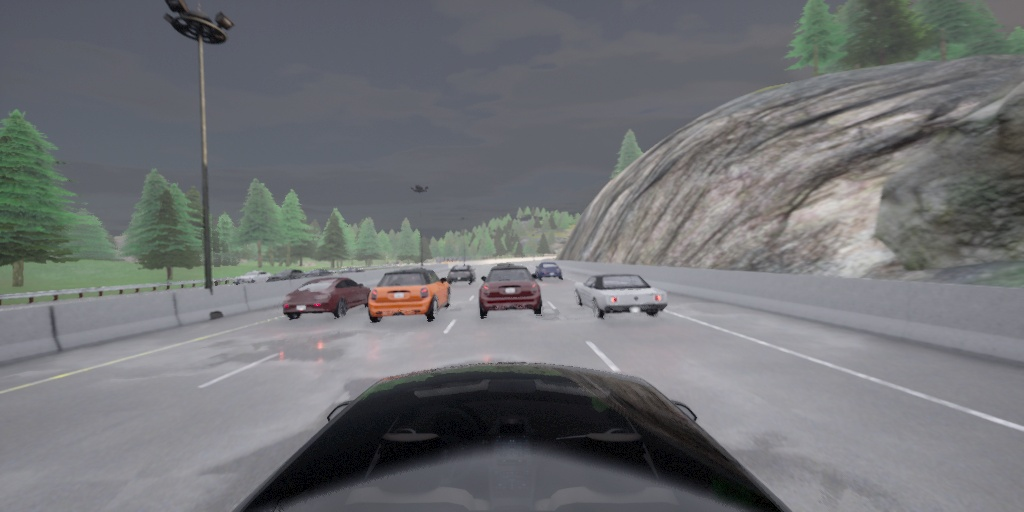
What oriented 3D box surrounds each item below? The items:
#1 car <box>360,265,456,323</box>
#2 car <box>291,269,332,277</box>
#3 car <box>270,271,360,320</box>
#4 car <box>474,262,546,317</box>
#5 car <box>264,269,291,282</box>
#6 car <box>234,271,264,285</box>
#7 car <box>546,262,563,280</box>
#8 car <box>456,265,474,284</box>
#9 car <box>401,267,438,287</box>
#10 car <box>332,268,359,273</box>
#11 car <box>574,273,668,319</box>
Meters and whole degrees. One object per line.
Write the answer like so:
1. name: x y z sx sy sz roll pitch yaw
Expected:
1. car: -3.592 1.260 13.361 2.097 1.767 4.553 -2 0 -1
2. car: -21.898 2.186 40.192 2.033 1.411 5.357 -2 0 -1
3. car: -7.102 1.563 14.274 1.812 1.442 4.674 -2 0 -1
4. car: -0.099 1.131 13.606 2.097 1.767 4.553 -2 0 -1
5. car: -25.404 2.273 40.789 1.837 1.490 4.892 -2 0 -1
6. car: -28.890 2.422 40.309 1.812 1.442 4.674 -2 0 -1
7. car: 3.014 1.225 29.959 1.812 1.442 4.674 -2 0 -1
8. car: -3.954 1.445 28.819 2.128 1.511 4.902 -2 0 -1
9. car: -7.462 1.648 29.355 1.994 1.385 4.181 -2 0 -1
10. car: -18.418 2.076 41.235 1.994 1.385 4.181 -2 0 -1
11. car: 3.437 1.247 12.348 1.895 1.301 4.718 -2 0 -1
